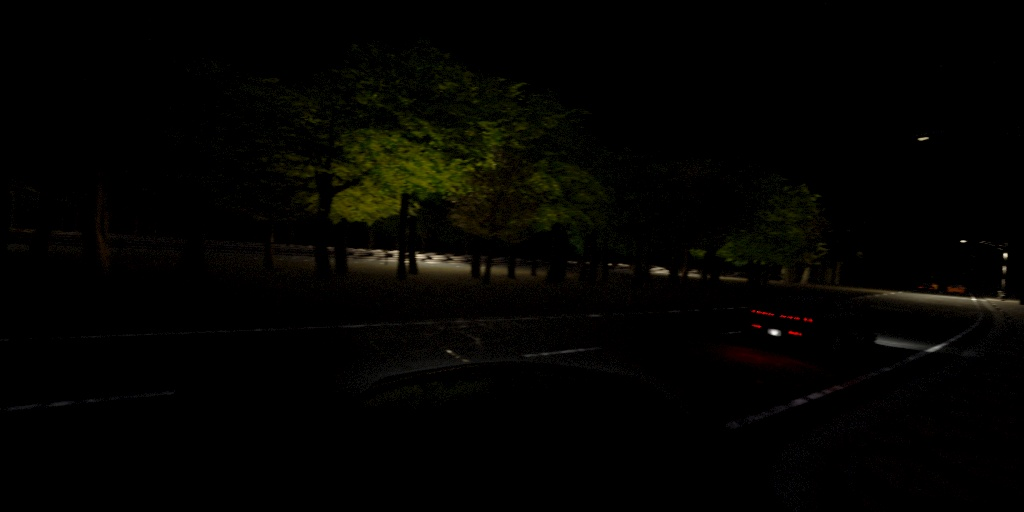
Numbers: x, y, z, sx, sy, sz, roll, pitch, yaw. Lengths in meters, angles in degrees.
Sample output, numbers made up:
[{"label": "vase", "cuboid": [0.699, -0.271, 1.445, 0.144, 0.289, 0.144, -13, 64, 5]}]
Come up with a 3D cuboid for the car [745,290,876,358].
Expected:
[{"label": "car", "cuboid": [8.567, 1.771, 10.202, 4.892, 1.490, 1.837, 4, 1, -32]}]
